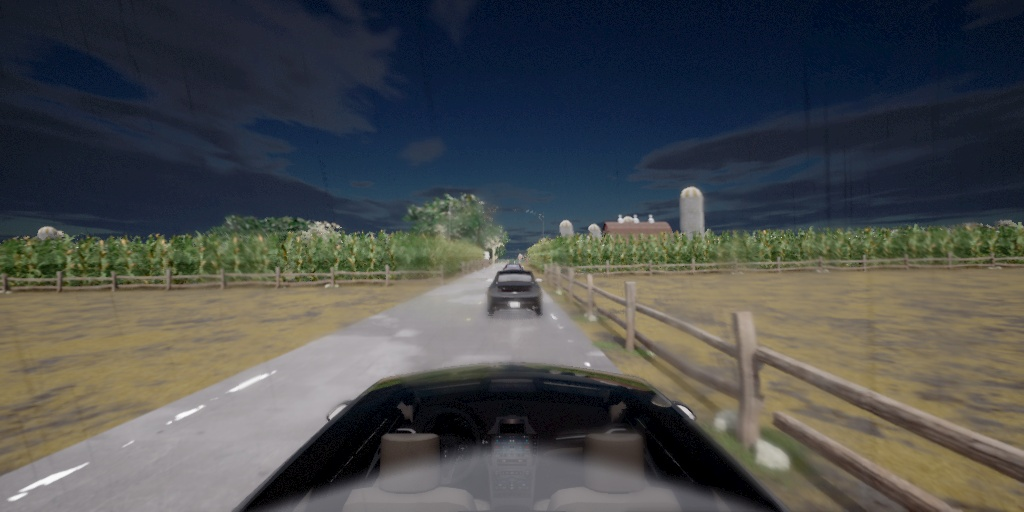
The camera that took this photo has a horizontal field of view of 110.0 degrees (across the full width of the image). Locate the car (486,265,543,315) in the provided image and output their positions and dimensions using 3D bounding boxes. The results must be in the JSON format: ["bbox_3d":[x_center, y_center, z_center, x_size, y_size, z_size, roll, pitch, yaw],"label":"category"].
[{"bbox_3d":[0.099,1.257,13.502,1.837,1.490,4.892,0,0,0],"label":"car"}]

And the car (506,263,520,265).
[{"bbox_3d":[0.101,1.318,31.171,1.994,1.385,4.181,0,0,0],"label":"car"}]
